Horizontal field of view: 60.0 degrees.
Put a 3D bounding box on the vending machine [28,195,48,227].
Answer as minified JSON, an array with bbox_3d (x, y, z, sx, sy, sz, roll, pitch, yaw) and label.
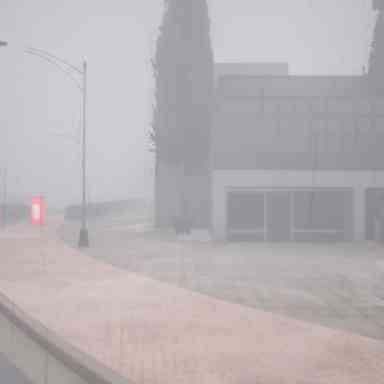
[{"bbox_3d":[-10.584,1.294,22.867,1.100,2.100,0.880,0,0,-14],"label":"vending machine"}]

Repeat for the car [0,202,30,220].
[{"bbox_3d":[-15.601,1.608,29.623,2.128,1.511,4.902,0,0,-4],"label":"car"}]
